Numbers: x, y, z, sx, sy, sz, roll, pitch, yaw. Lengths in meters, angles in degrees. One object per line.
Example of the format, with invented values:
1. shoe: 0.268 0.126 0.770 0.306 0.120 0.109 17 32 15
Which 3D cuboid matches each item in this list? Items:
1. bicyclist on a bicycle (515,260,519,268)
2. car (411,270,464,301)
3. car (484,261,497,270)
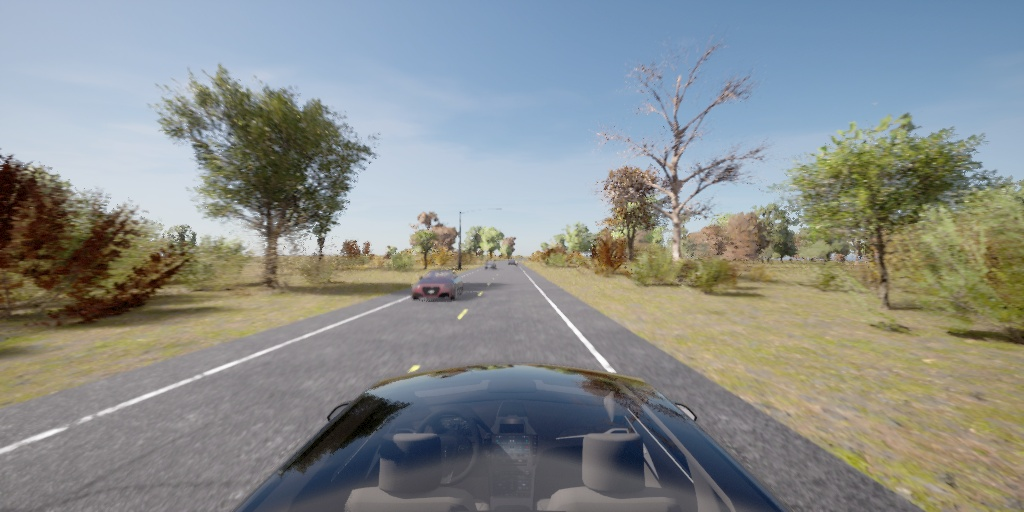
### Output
1. bicyclist on a bicycle: 0.938 1.510 65.154 0.866 1.612 1.509 0 0 0
2. car: -3.601 1.413 17.976 1.994 1.385 4.181 0 0 0
3. car: -3.549 1.544 59.083 2.128 1.511 4.902 0 0 1
